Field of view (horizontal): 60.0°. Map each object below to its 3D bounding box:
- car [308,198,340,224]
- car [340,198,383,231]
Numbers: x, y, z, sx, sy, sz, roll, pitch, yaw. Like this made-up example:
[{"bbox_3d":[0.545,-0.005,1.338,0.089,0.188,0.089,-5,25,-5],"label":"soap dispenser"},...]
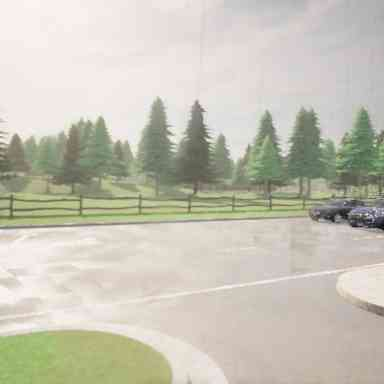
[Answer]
[{"bbox_3d":[9.805,1.183,21.733,4.892,1.490,1.837,1,1,-27],"label":"car"},{"bbox_3d":[10.764,1.121,18.299,4.553,1.767,2.097,0,1,-26],"label":"car"}]
